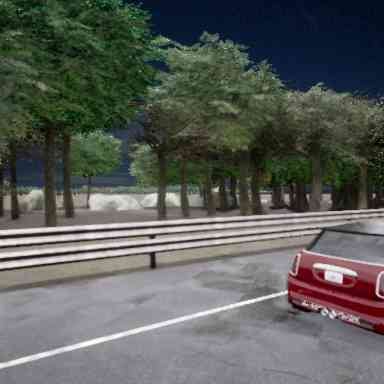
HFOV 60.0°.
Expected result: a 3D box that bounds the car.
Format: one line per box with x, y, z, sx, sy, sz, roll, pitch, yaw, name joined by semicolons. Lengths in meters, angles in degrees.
3.972;1.345;6.392;4.553;1.767;2.097;0;0;-34;car
